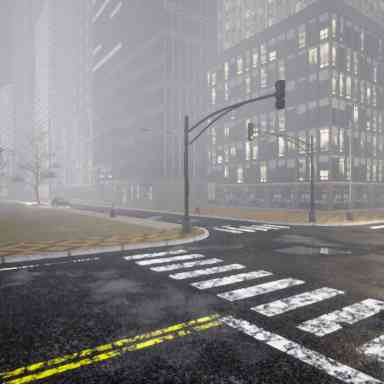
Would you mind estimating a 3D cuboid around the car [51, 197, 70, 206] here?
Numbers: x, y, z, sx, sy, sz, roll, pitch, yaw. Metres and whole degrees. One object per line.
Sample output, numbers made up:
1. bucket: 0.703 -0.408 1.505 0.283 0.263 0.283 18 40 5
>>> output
1. car: -21.594 1.553 54.301 2.033 1.411 5.357 0 0 -35
